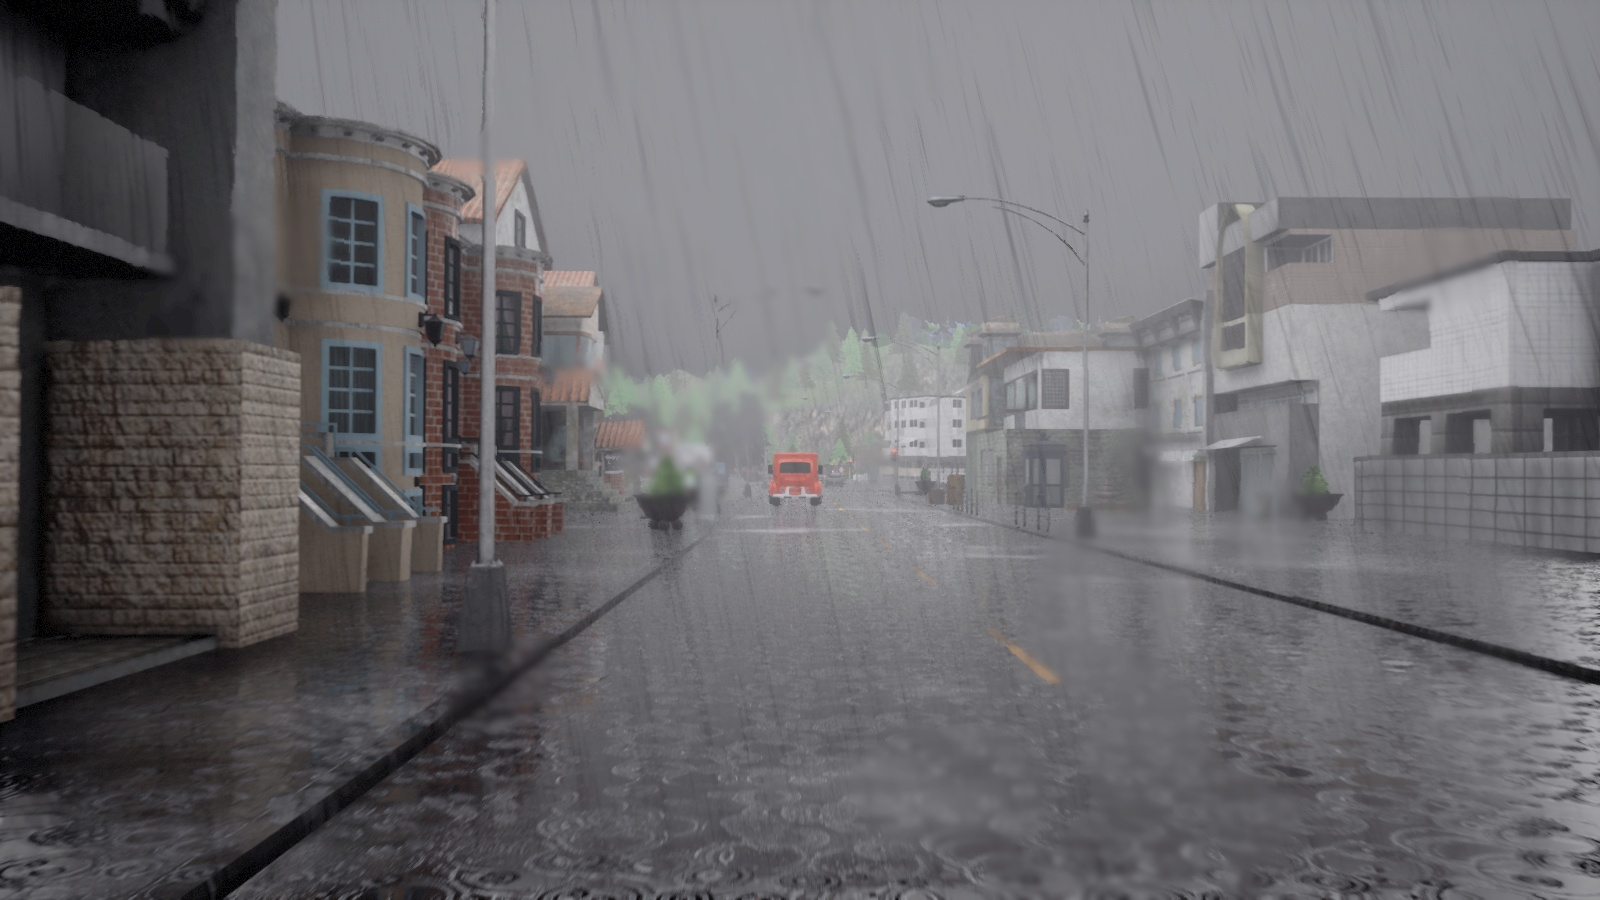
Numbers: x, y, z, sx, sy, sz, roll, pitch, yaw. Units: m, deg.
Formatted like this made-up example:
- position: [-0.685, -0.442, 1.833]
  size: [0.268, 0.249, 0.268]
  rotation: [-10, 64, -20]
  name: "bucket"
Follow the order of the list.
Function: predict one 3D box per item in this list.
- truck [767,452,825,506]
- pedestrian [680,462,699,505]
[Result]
- position: [-0.203, 1.360, 59.532]
  size: [2.627, 2.467, 5.204]
  rotation: [0, -1, 0]
  name: "truck"
- position: [-5.118, 1.556, 58.344]
  size: [0.659, 1.952, 0.873]
  rotation: [0, -1, -21]
  name: "pedestrian"
